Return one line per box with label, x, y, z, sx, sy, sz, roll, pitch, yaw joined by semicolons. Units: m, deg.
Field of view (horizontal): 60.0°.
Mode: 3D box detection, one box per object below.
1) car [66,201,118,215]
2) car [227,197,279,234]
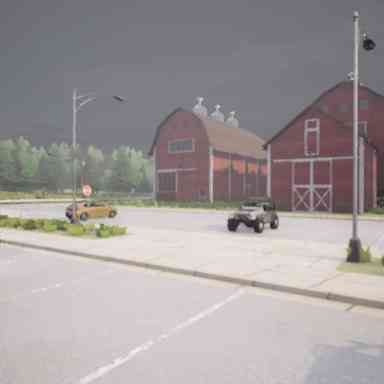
car;-7.870;1.415;26.340;1.816;1.474;4.193;0;0;34
car;3.643;1.273;19.299;1.905;1.878;3.866;0;0;34
